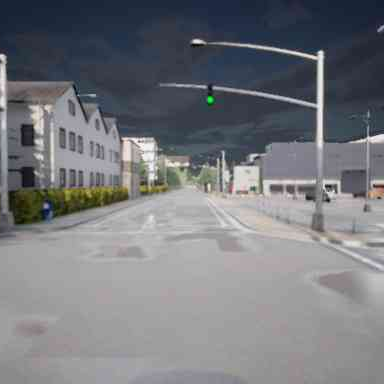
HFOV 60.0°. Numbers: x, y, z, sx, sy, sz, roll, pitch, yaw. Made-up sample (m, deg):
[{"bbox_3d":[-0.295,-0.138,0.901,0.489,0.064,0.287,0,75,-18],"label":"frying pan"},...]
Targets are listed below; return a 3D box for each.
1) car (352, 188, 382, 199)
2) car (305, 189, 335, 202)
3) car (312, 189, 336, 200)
[{"bbox_3d":[25.569,0.214,48.631,2.152,1.636,5.027,0,1,0],"label":"car"},{"bbox_3d":[15.496,0.527,41.254,2.007,1.523,4.514,0,1,0],"label":"car"},{"bbox_3d":[19.152,0.302,48.303,1.970,1.475,3.806,0,1,0],"label":"car"}]
